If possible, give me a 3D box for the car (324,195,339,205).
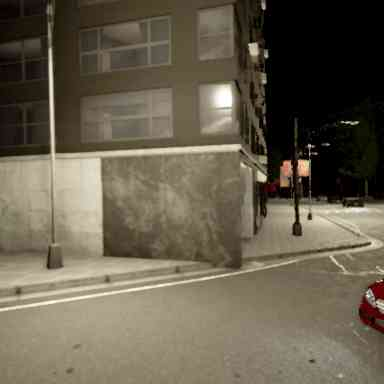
[{"bbox_3d":[23.420,1.219,54.370,1.882,1.535,5.008,-1,0,13],"label":"car"}]

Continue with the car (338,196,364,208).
[{"bbox_3d":[20.822,1.348,43.204,1.994,1.385,4.181,-1,0,14],"label":"car"}]

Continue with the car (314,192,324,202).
[{"bbox_3d":[26.477,1.231,67.310,1.812,1.442,4.674,-1,0,13],"label":"car"}]

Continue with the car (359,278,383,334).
[{"bbox_3d":[4.946,1.697,5.773,4.674,1.442,1.812,2,0,-30],"label":"car"}]
